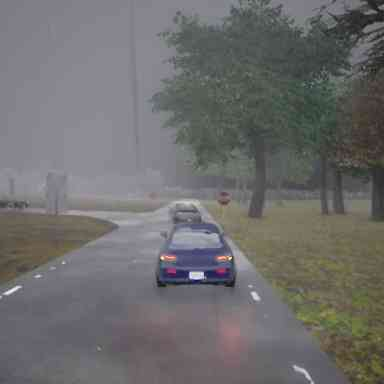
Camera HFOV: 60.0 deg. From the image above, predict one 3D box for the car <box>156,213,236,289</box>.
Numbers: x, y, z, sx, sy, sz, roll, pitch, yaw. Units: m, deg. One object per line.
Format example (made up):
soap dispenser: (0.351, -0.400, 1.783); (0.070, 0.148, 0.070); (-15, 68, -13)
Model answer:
car: (0.084, 1.548, 9.136); (1.812, 1.442, 4.674); (0, 0, 0)

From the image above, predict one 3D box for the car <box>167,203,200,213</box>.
car: (-0.599, 1.542, 23.090); (2.128, 1.511, 4.902); (1, 0, -10)

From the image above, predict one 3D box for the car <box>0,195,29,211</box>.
car: (-17.013, 0.891, 29.346); (4.718, 1.301, 1.895); (3, -1, 1)
